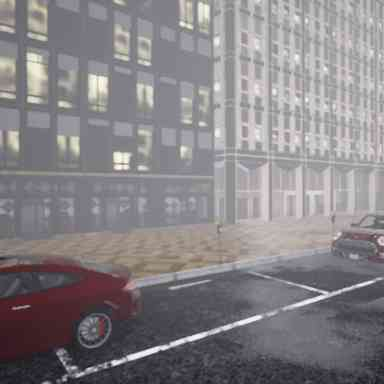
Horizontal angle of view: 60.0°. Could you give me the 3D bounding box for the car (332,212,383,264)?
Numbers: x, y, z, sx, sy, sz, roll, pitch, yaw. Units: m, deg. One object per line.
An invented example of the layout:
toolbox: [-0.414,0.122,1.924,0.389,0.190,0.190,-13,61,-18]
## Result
car: [6.513,1.423,11.208,4.097,1.590,1.967,0,0,-35]

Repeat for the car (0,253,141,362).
car: [-2.756,1.582,4.598,4.206,1.307,1.802,0,0,-35]
